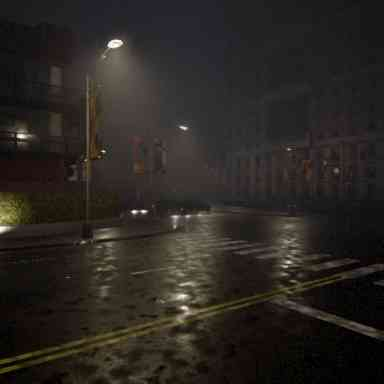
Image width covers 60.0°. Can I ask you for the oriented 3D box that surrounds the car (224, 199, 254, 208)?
[{"bbox_3d":[6.711,1.600,48.124,1.895,1.301,4.718,0,0,-35],"label":"car"}]

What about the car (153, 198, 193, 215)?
[{"bbox_3d":[-2.351,1.505,34.617,1.837,1.490,4.892,0,0,-35],"label":"car"}]

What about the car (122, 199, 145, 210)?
[{"bbox_3d":[-7.623,1.564,42.206,1.994,1.385,4.181,0,0,-35],"label":"car"}]

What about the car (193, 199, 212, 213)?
[{"bbox_3d":[0.172,1.478,37.119,1.882,1.535,5.008,0,0,-35],"label":"car"}]
